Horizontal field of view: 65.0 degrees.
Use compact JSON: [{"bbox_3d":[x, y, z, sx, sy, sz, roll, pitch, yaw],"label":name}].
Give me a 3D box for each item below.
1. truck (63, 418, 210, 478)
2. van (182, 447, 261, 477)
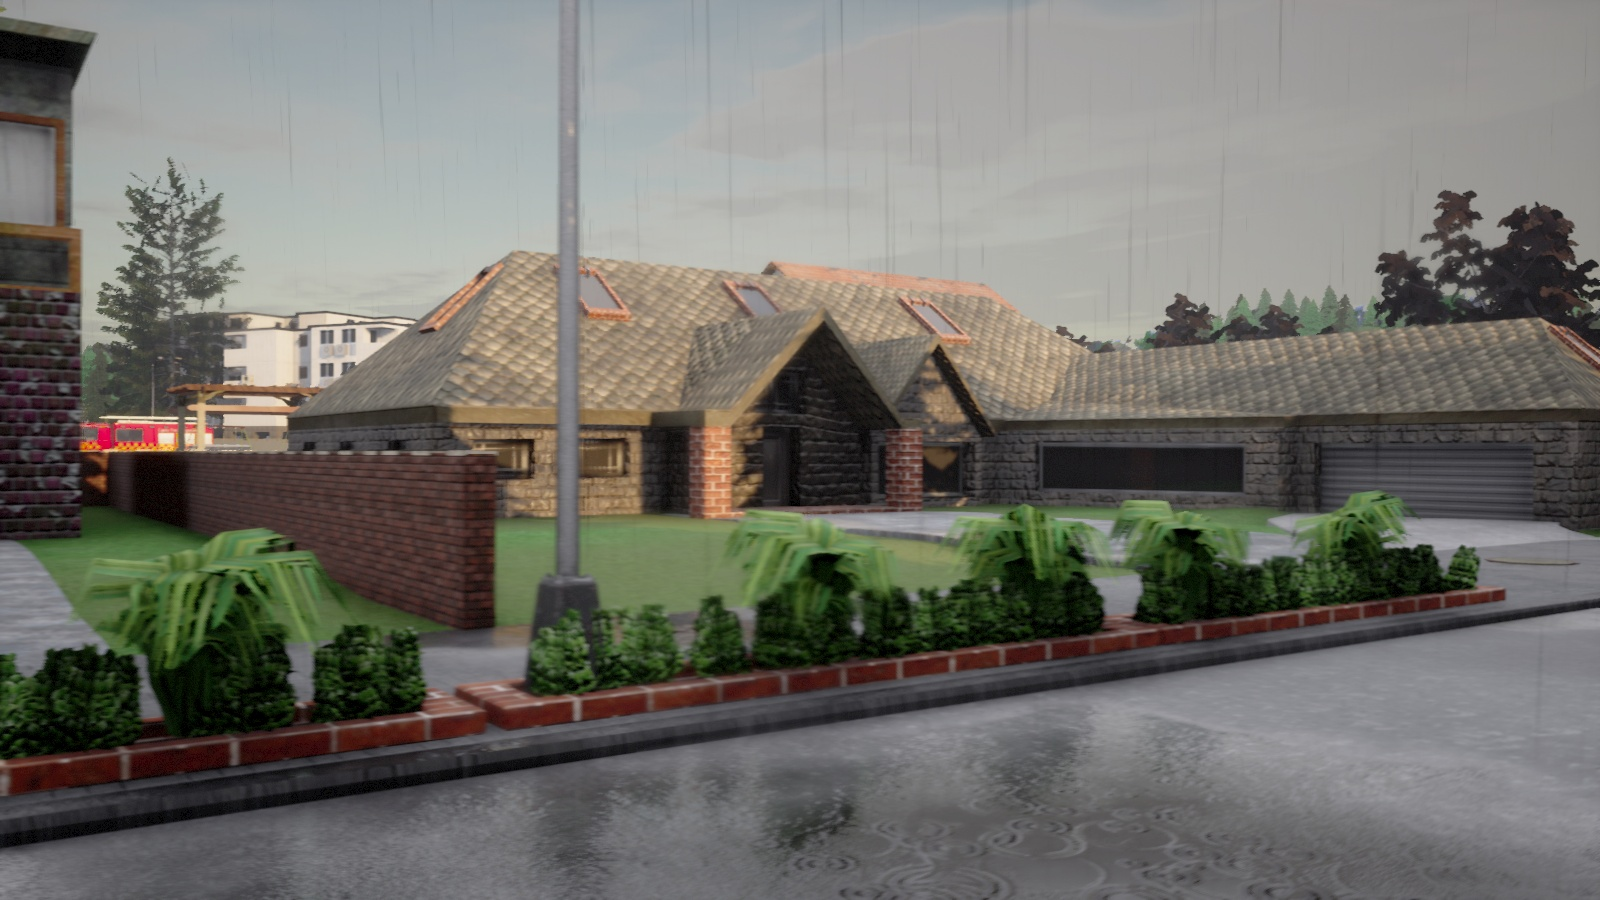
[{"bbox_3d":[-44.142,-0.121,83.681,8.468,3.827,2.891,0,0,-33],"label":"truck"},{"bbox_3d":[-38.216,0.782,82.993,4.442,1.987,1.775,0,0,-35],"label":"van"}]
